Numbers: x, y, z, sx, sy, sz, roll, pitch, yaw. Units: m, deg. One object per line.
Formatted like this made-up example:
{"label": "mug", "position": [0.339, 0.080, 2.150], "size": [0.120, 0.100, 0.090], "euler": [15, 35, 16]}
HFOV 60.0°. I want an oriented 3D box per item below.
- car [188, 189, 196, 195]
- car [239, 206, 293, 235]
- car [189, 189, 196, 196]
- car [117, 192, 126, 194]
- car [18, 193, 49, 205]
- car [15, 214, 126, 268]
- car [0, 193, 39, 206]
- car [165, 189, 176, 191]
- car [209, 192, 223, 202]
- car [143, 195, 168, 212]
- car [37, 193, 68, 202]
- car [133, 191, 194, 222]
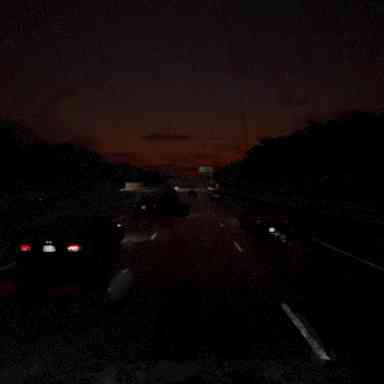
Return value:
{"label": "car", "position": [-0.013, 0.031, 92.972], "size": [2.128, 1.511, 4.902], "euler": [0, 1, 0]}
{"label": "car", "position": [3.599, 1.358, 17.203], "size": [1.895, 1.301, 4.718], "euler": [0, 1, 0]}
{"label": "car", "position": [-0.012, 0.230, 80.636], "size": [1.837, 1.490, 4.892], "euler": [0, 1, 0]}
{"label": "car", "position": [-14.012, 0.605, 66.114], "size": [1.895, 1.301, 4.718], "euler": [0, 1, 0]}
{"label": "car", "position": [-21.069, 0.865, 44.360], "size": [1.812, 1.442, 4.674], "euler": [0, 1, 0]}
{"label": "car", "position": [-3.501, 1.399, 10.666], "size": [2.033, 1.411, 5.357], "euler": [0, 1, 0]}
{"label": "car", "position": [-14.092, 1.108, 25.530], "size": [1.882, 1.535, 5.008], "euler": [0, 1, 0]}
{"label": "car", "position": [-3.506, 0.782, 43.663], "size": [2.033, 1.649, 4.856], "euler": [0, 1, 0]}
{"label": "car", "position": [3.592, 0.732, 50.568], "size": [2.128, 1.511, 4.902], "euler": [0, 1, 0]}
{"label": "car", "position": [-3.504, 1.085, 32.666], "size": [1.994, 1.385, 4.181], "euler": [0, 1, 0]}
{"label": "car", "position": [-17.576, 0.973, 42.242], "size": [1.895, 1.301, 4.718], "euler": [0, 1, 0]}
{"label": "car", "position": [-2.080, 1.014, 23.483], "size": [2.097, 1.767, 4.553], "euler": [0, 1, 30]}
